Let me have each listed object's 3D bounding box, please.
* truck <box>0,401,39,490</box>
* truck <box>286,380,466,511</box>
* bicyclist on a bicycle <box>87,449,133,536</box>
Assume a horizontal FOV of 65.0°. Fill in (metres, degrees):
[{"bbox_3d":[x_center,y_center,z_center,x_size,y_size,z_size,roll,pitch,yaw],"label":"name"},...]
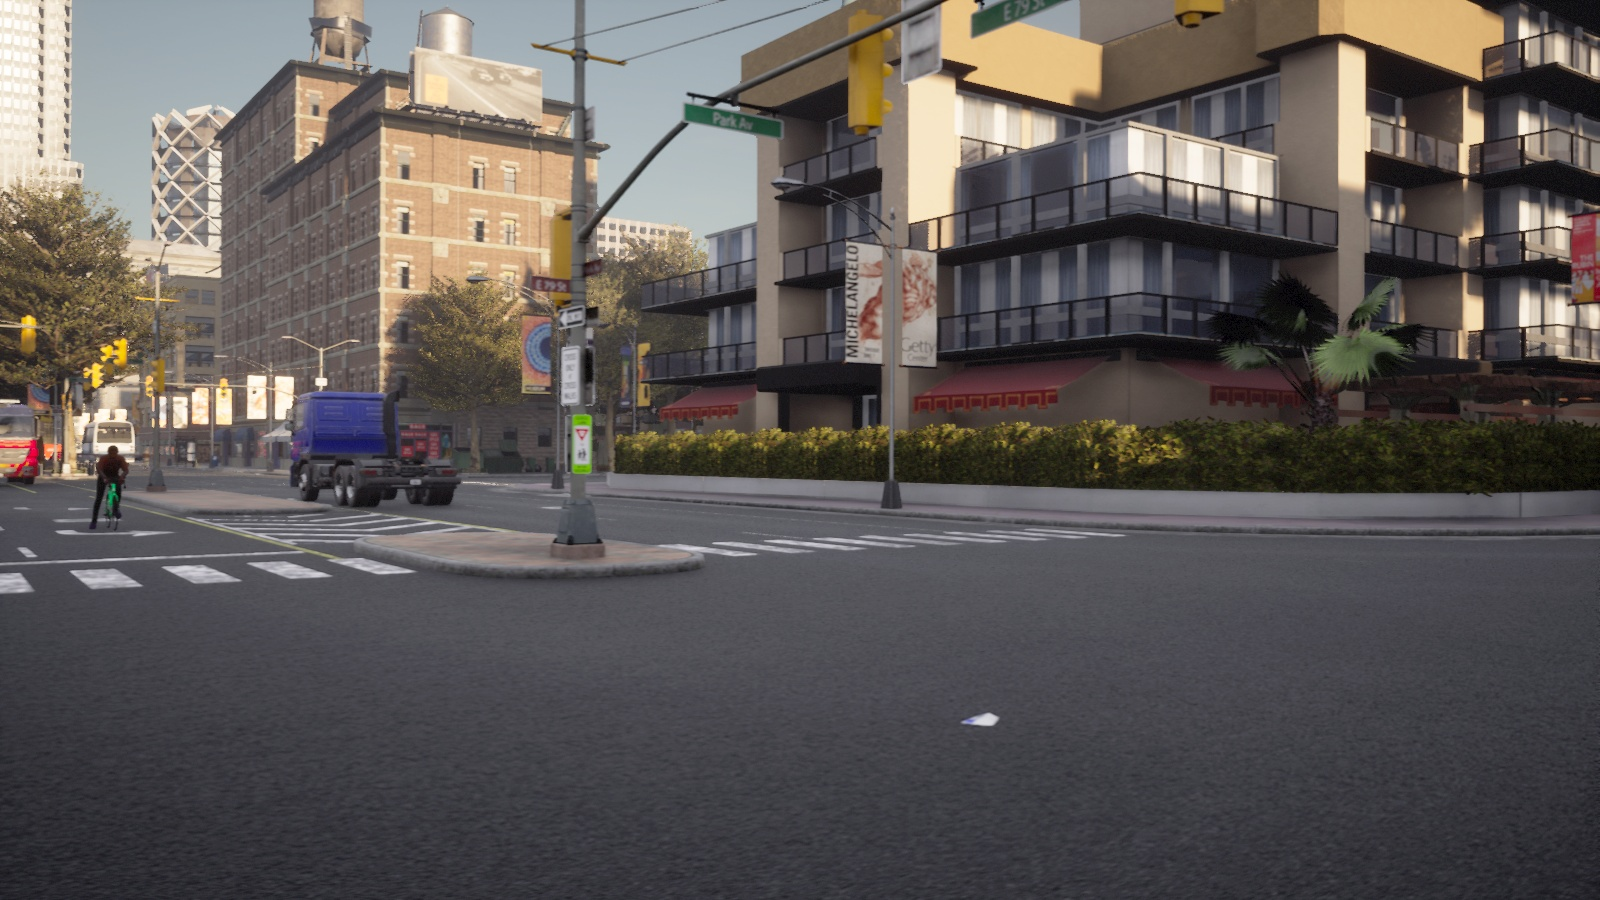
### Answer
[{"bbox_3d":[-36.818,-0.197,57.356,2.891,3.827,8.468,0,0,-35],"label":"truck"},{"bbox_3d":[-12.722,-0.101,37.201,2.891,3.462,7.936,0,0,-35],"label":"truck"},{"bbox_3d":[-13.258,0.789,24.122,0.582,1.620,1.656,0,0,-35],"label":"bicyclist on a bicycle"}]
